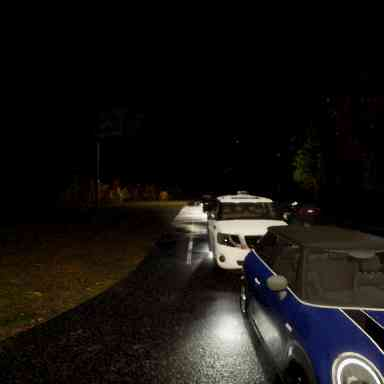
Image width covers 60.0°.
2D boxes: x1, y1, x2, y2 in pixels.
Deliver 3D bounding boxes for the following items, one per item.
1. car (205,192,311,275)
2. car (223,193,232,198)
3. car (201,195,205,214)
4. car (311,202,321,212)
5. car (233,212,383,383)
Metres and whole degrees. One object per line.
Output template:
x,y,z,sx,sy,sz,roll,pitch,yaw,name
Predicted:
1.666,1.160,10.542,2.150,2.045,5.566,0,0,1,car
9.875,0.980,92.890,1.882,1.535,5.008,0,0,1,car
1.998,1.330,33.378,1.837,1.490,4.892,0,0,1,car
8.895,1.423,26.904,1.994,1.385,4.181,0,0,1,car
1.934,1.338,4.198,2.097,1.767,4.553,0,0,-1,car
